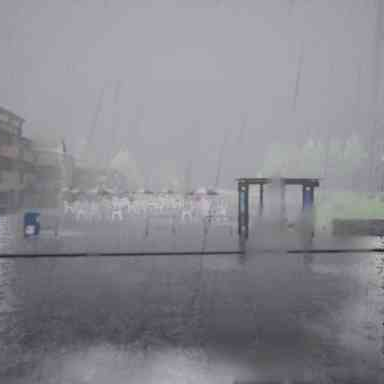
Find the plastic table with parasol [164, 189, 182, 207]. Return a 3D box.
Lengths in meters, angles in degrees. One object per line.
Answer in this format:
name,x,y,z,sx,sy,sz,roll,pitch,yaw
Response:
plastic table with parasol,-2.731,0.796,47.385,2.482,2.480,2.482,0,0,-6
